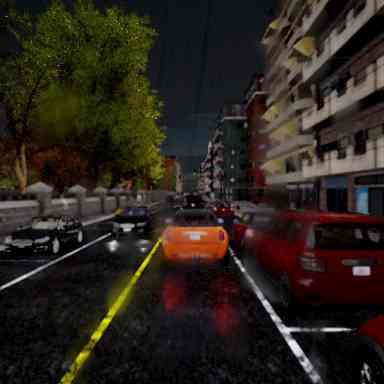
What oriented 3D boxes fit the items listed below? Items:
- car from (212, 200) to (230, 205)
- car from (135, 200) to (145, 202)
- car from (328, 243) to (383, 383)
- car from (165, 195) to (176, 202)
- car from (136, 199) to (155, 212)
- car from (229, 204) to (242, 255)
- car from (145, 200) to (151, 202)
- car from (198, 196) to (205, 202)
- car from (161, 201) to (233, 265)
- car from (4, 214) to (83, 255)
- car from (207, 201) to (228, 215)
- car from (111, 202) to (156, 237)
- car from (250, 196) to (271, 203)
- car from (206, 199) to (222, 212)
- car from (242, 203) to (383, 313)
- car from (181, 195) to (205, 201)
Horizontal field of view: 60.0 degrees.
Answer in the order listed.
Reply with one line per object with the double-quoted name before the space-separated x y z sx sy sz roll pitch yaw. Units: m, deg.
"car" 2.691 1.529 30.180 1.967 1.590 4.097 0 0 0
"car" -5.689 1.614 30.010 1.752 1.417 4.829 0 0 0
"car" 2.690 1.446 2.029 1.967 1.590 4.097 0 0 0
"car" -5.687 1.613 85.008 2.192 1.841 5.009 0 0 0
"car" -5.688 1.653 41.271 1.752 1.417 4.829 0 0 0
"car" 2.690 1.478 13.290 1.967 1.590 4.097 0 0 0
"car" -5.688 1.659 35.810 2.008 1.369 4.403 0 0 0
"car" 2.695 1.848 90.712 1.752 1.417 4.829 0 0 0
"car" 0.094 1.385 12.020 2.097 1.767 4.553 0 0 0
"car" -5.690 1.588 13.289 2.008 1.369 4.403 0 0 0
"car" 2.692 1.674 35.810 1.947 1.339 4.313 0 0 0
"car" -3.097 1.544 18.358 2.128 1.511 4.902 0 0 0
"car" 14.621 1.819 68.432 5.009 1.841 2.192 1 -1 0
"car" 2.692 1.655 41.612 1.752 1.417 4.829 0 0 0
"car" 2.689 1.337 7.659 2.192 1.841 5.009 0 0 0
"car" 0.103 1.320 33.115 2.150 2.045 5.566 0 0 0
